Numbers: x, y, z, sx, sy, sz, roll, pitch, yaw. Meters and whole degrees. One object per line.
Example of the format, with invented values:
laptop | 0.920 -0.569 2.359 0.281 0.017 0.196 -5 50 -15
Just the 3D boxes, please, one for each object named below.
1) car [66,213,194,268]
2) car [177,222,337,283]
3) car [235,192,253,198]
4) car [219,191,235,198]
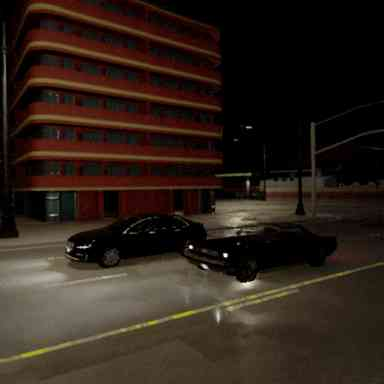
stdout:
car | -1.712 1.503 11.352 4.892 1.490 1.837 0 0 -35
car | 2.138 1.597 9.792 4.718 1.301 1.895 0 0 -35
car | 13.217 0.811 82.146 3.806 1.475 1.970 -1 1 -35
car | 9.248 0.664 86.370 4.611 1.667 2.242 -1 1 -35
